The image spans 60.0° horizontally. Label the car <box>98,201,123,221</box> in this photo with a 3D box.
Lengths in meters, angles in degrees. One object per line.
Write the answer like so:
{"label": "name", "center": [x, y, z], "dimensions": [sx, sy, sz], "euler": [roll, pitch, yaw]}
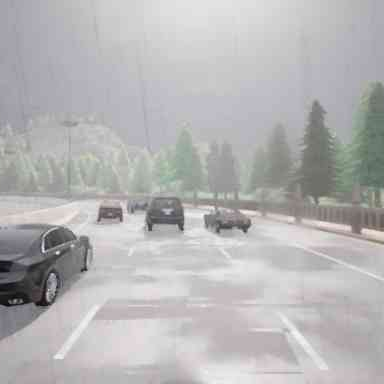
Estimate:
{"label": "car", "center": [-6.600, 1.487, 26.970], "dimensions": [1.882, 1.535, 5.008], "euler": [1, 0, -13]}

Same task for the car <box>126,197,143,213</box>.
{"label": "car", "center": [-6.077, 1.387, 37.308], "dimensions": [2.097, 1.767, 4.553], "euler": [0, 0, -19]}

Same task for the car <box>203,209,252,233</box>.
{"label": "car", "center": [1.968, 1.660, 20.086], "dimensions": [1.895, 1.301, 4.718], "euler": [0, 0, -9]}

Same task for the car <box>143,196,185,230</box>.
{"label": "car", "center": [-1.812, 1.255, 21.339], "dimensions": [2.150, 2.045, 5.566], "euler": [0, 0, -10]}

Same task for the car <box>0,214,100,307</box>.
{"label": "car", "center": [-3.737, 1.494, 7.877], "dimensions": [1.837, 1.490, 4.892], "euler": [1, 0, -3]}

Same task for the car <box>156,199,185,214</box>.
{"label": "car", "center": [-2.510, 1.611, 37.831], "dimensions": [2.033, 1.411, 5.357], "euler": [0, 0, -18]}
